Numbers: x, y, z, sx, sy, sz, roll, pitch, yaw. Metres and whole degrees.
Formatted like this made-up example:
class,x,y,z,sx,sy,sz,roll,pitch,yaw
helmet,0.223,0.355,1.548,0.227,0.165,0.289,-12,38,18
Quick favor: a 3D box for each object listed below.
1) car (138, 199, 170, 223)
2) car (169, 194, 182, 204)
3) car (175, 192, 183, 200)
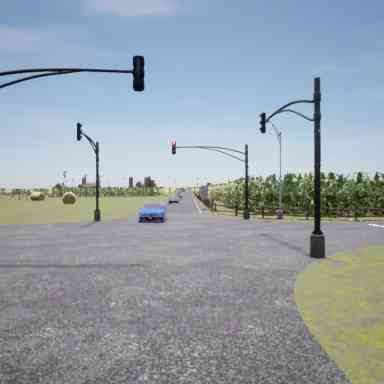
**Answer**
class,x,y,z,sx,sy,sz,roll,pitch,yaw
car,-2.936,1.512,25.548,1.882,1.535,5.008,0,0,-1
car,-3.358,1.491,60.998,2.033,1.411,5.357,0,0,0
car,-3.590,1.003,90.260,2.150,2.045,5.566,0,0,0
